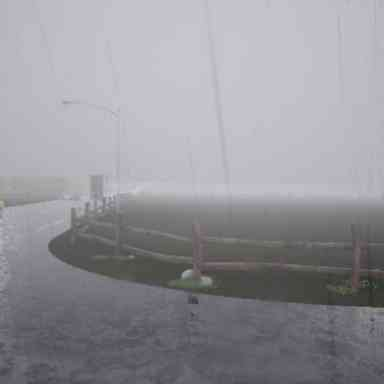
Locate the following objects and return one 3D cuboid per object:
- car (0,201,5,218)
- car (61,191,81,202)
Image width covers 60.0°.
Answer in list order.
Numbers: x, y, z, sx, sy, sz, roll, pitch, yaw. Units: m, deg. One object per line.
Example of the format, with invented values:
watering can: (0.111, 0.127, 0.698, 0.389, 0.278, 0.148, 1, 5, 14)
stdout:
car: (-13.674, 1.006, 20.938, 1.882, 1.535, 5.008, 1, 2, -7)
car: (-16.796, 0.621, 46.359, 2.128, 1.511, 4.902, 1, 1, -7)
